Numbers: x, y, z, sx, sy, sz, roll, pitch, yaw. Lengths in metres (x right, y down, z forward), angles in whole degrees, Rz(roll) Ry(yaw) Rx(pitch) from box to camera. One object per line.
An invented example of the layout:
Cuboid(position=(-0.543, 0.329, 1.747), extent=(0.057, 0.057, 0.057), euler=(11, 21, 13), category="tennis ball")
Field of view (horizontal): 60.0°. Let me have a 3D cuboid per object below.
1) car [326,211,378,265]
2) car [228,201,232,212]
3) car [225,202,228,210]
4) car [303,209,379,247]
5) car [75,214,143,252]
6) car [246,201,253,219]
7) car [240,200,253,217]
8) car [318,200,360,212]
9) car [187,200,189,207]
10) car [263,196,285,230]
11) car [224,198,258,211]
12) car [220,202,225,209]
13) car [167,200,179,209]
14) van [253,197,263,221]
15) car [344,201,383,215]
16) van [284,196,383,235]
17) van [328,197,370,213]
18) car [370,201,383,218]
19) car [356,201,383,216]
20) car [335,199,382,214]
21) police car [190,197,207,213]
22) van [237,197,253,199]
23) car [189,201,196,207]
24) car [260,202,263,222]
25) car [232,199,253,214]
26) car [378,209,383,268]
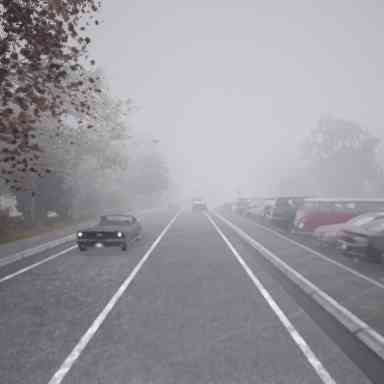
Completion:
Cuboid(position=(7.043, 1.495, 10.038), extent=(5.008, 1.535, 2.097), euler=(0, 0, 0), category="car")
Cuboid(position=(7.105, 1.860, 40.553), extent=(4.674, 1.452, 2.002), euler=(0, -1, 0), category="car")
Cuboid(position=(7.136, 1.893, 43.328), extent=(4.792, 1.488, 2.163), euler=(0, -1, 0), category="car")
Cuboid(position=(7.056, 1.534, 12.814), extent=(4.674, 1.452, 2.002), euler=(0, 0, 0), category="car")
Cuboid(position=(-3.348, 1.640, 14.236), extent=(1.895, 1.301, 4.718), euler=(0, 0, 0), category="car")
Cuboid(position=(7.080, 1.645, 26.673), extent=(4.674, 1.452, 2.002), euler=(0, -1, 0), category="car")
Cuboid(position=(7.053, 1.677, 29.451), extent=(4.792, 1.488, 2.163), euler=(0, -1, 0), category="car")
Cuboid(position=(20.185, 1.902, 45.872), extent=(4.892, 1.521, 2.231), euler=(0, -1, 0), category="car")
Cuboid(position=(0.071, 2.488, 78.008), extent=(2.150, 2.045, 5.566), euler=(0, -3, 0), category="car")
Cuboid(position=(7.092, 1.240, 18.366), extent=(5.566, 2.045, 2.435), euler=(0, 0, 0), category="car")
Cuboid(position=(7.148, 1.826, 48.878), extent=(4.553, 1.767, 2.185), euler=(0, -1, 0), category="car")
Cuboid(position=(7.083, 1.655, 46.109), extent=(5.566, 2.045, 2.435), euler=(0, -1, 0), category="car")
Cuboid(position=(-3.255, 2.170, 57.019), extent=(1.837, 1.490, 4.892), euler=(0, -1, 1), category="car")
Cuboid(position=(6.956, 1.336, 23.902), extent=(4.442, 1.987, 1.878), euler=(0, -1, 0), category="van")
Cuboid(position=(20.172, 1.774, 37.687), extent=(5.008, 1.535, 2.097), euler=(0, -1, 0), category="car")
Cuboid(position=(6.942, 1.267, 15.590), extent=(4.442, 1.987, 1.878), euler=(0, 0, 0), category="van")
Cuboid(position=(20.303, 1.632, 43.105), extent=(4.442, 1.987, 1.878), euler=(0, -1, 0), category="van")
Cuboid(position=(20.161, 1.687, 32.022), extent=(4.892, 1.521, 2.231), euler=(0, -1, 0), category="car")
Cuboid(position=(20.167, 1.729, 34.792), extent=(5.008, 1.535, 2.097), euler=(0, -1, 0), category="car")
Cuboid(position=(20.150, 1.689, 40.335), extent=(4.553, 1.767, 2.185), euler=(0, -1, 0), category="car")
Cuboid(position=(1.005, 1.813, 43.840), extent=(1.930, 1.638, 5.238), euler=(0, -1, 0), category="police car")
Cuboid(position=(7.214, 1.551, 37.781), extent=(4.442, 1.987, 1.878), euler=(0, -1, 0), category="van")
Cuboid(position=(0.091, 3.497, 94.296), extent=(1.837, 1.490, 4.892), euler=(0, -3, 0), category="car")
Cuboid(position=(7.097, 1.548, 21.116), extent=(4.792, 1.488, 2.163), euler=(0, 0, 0), category="car")
Cuboid(position=(7.098, 1.734, 35.001), extent=(5.008, 1.535, 2.097), euler=(0, -1, 0), category="car")
Cuboid(position=(7.013, 1.371, 7.261), extent=(4.553, 1.767, 2.185), euler=(0, 0, 0), category="car")
